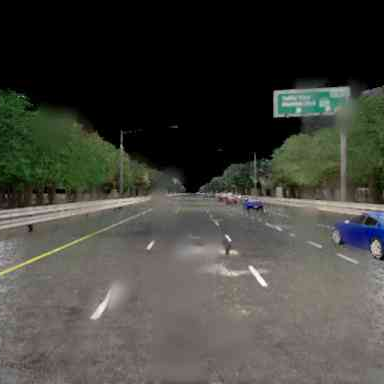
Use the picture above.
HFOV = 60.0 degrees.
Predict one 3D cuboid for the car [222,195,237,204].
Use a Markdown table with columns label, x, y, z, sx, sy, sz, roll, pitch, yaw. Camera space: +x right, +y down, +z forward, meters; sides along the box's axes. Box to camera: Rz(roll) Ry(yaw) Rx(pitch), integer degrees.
| label | x | y | z | sx | sy | sz | roll | pitch | yaw |
| --- | --- | --- | --- | --- | --- | --- | --- | --- | --- |
| car | 7.080 | 1.510 | 61.031 | 1.812 | 1.442 | 4.674 | 0 | 0 | 0 |

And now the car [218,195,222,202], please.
| label | x | y | z | sx | sy | sz | roll | pitch | yaw |
| --- | --- | --- | --- | --- | --- | --- | --- | --- | --- |
| car | 7.106 | 1.461 | 77.012 | 1.882 | 1.535 | 5.008 | 0 | 0 | 0 |

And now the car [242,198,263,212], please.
| label | x | y | z | sx | sy | sz | roll | pitch | yaw |
| --- | --- | --- | --- | --- | --- | --- | --- | --- | --- |
| car | 7.047 | 1.485 | 39.046 | 1.882 | 1.535 | 5.008 | 0 | 0 | 0 |

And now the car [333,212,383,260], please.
| label | x | y | z | sx | sy | sz | roll | pitch | yaw |
| --- | --- | --- | --- | --- | --- | --- | --- | --- | --- |
| car | 7.007 | 1.495 | 12.383 | 1.882 | 1.535 | 5.008 | 0 | 0 | 0 |
